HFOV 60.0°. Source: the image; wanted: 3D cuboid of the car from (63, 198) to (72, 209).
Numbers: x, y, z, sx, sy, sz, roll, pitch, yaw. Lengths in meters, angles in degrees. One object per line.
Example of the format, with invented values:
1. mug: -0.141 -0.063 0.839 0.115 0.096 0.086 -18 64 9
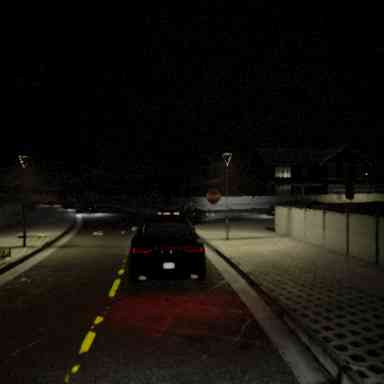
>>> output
1. car: -16.303 1.499 45.129 1.812 1.442 4.674 0 0 -32

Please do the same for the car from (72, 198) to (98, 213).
1. car: -11.569 1.479 36.436 1.837 1.490 4.892 0 0 -26

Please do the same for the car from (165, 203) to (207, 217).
1. car: -0.570 1.453 21.927 2.128 1.511 4.902 -1 1 23

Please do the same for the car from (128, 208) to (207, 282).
1. car: -0.779 1.473 9.821 1.882 1.535 5.008 0 0 -6

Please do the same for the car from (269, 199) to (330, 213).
1. car: 9.472 1.305 28.880 5.357 1.411 2.033 -1 1 -11

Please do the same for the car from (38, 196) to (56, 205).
1. car: -24.870 1.469 56.907 1.882 1.535 5.008 0 0 -40
